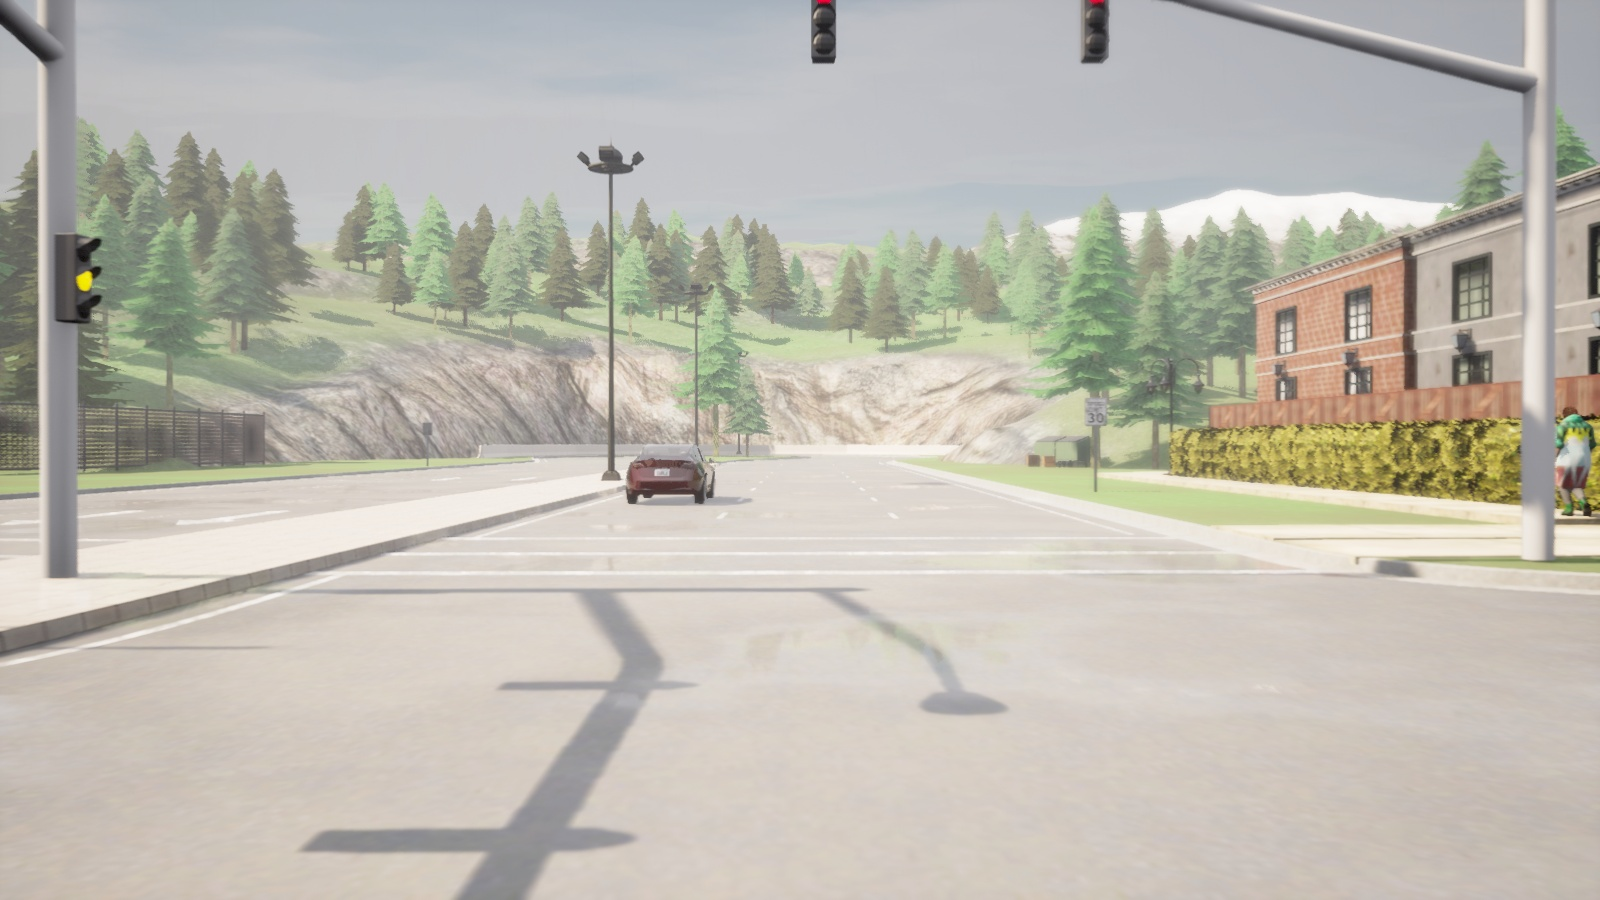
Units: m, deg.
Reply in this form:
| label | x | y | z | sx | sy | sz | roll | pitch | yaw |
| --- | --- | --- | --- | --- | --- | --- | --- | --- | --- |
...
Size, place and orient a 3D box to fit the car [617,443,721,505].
| label | x | y | z | sx | sy | sz | roll | pitch | yaw |
| --- | --- | --- | --- | --- | --- | --- | --- | --- | --- |
| car | -3.300 | 0.561 | 32.502 | 2.163 | 1.488 | 4.792 | 0 | 0 | 0 |

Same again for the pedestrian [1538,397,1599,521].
| label | x | y | z | sx | sy | sz | roll | pitch | yaw |
| --- | --- | --- | --- | --- | --- | --- | --- | --- | --- |
| pedestrian | 12.446 | 0.143 | 20.201 | 0.659 | 1.952 | 0.873 | 0 | 0 | 3 |
